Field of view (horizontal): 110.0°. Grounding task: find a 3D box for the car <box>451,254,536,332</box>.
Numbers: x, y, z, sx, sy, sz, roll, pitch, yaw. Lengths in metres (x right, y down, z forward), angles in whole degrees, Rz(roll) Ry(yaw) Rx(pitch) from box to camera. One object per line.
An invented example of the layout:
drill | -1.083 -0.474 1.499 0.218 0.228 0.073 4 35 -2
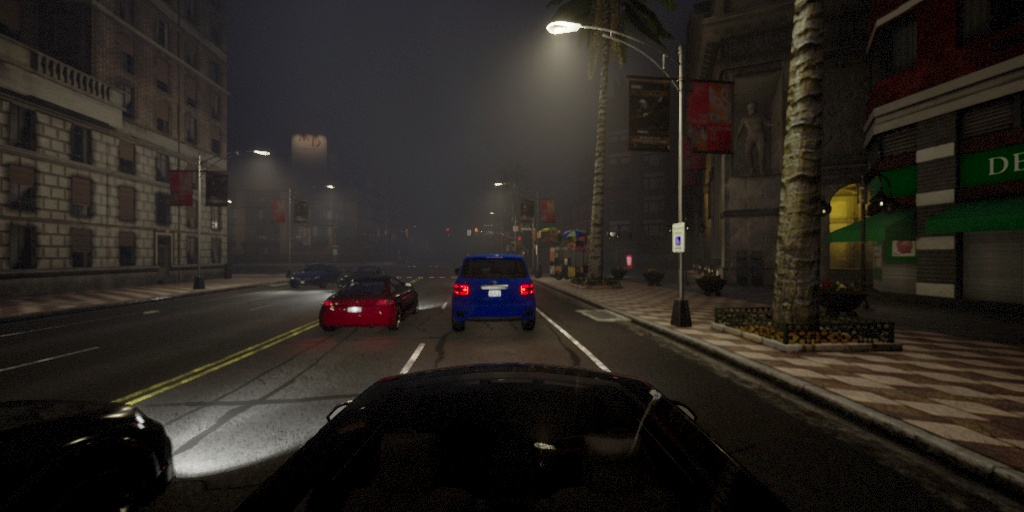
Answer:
car | -0.605 0.965 11.048 2.150 2.045 5.566 0 0 -4

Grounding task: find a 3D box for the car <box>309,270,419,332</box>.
car | -4.123 1.308 10.955 1.994 1.385 4.181 0 0 -5

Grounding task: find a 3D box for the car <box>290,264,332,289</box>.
car | -12.472 1.263 23.237 1.812 1.442 4.674 0 0 -6

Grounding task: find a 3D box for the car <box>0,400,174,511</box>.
car | -3.698 1.314 1.043 1.994 1.385 4.181 0 0 3

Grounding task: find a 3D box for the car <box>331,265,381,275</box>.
car | -8.779 1.301 21.433 1.994 1.385 4.181 0 0 -5
